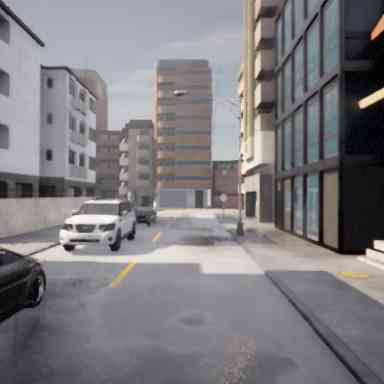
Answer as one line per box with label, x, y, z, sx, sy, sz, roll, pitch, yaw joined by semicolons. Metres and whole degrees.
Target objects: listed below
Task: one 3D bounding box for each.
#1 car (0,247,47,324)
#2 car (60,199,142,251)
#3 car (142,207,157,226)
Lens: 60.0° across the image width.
car;-4.059;1.596;5.312;1.994;1.385;4.181;0;-1;1
car;-3.946;1.345;15.060;2.150;2.045;5.566;0;-1;1
car;-3.816;1.821;25.267;1.895;1.301;4.718;0;-1;1
